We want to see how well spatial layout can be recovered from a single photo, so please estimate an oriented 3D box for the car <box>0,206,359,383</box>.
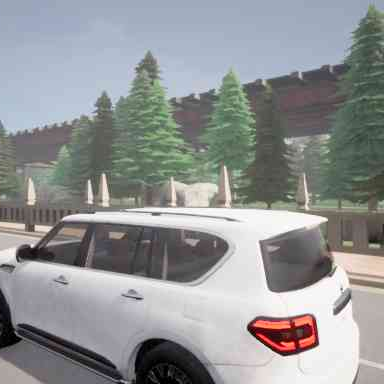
[{"bbox_3d":[-0.805,1.221,4.585,5.566,2.045,2.150,0,0,36],"label":"car"}]
